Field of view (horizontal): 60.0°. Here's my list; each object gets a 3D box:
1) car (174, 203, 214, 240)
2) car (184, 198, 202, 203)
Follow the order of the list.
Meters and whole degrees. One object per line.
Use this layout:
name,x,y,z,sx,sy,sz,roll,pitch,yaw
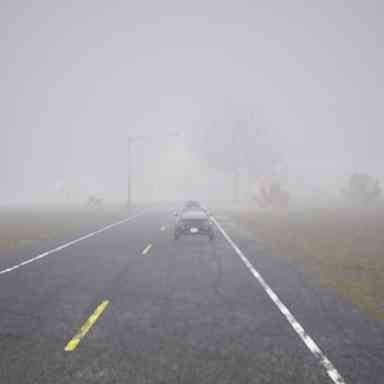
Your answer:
car,0.091,1.503,16.845,1.812,1.442,4.674,0,0,0
car,0.079,1.455,39.506,1.837,1.490,4.892,0,0,0
